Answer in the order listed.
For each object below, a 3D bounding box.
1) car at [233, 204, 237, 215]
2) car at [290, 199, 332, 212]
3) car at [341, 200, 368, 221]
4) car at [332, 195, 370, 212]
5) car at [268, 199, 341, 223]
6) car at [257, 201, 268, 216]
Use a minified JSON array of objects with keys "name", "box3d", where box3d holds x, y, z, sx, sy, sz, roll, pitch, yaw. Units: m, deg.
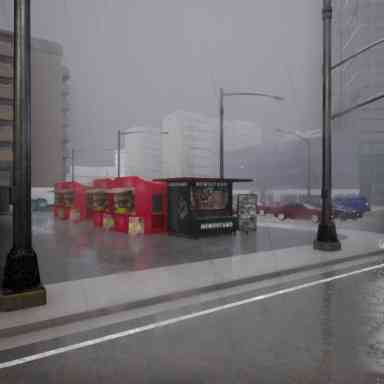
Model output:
[{"name":"car","box3d":[3.506,1.750,34.394,1.812,1.442,4.674,0,-1,-36]},{"name":"car","box3d":[15.111,1.726,42.575,1.837,1.490,4.892,0,-1,-36]},{"name":"car","box3d":[12.183,1.672,28.378,1.994,1.385,4.181,0,-1,-35]},{"name":"car","box3d":[15.948,1.371,35.453,2.150,2.045,5.566,0,-1,-36]},{"name":"car","box3d":[8.956,1.589,26.835,1.882,1.535,5.008,0,-1,-38]},{"name":"car","box3d":[6.910,1.689,35.657,1.882,1.535,5.008,0,-1,-36]}]
